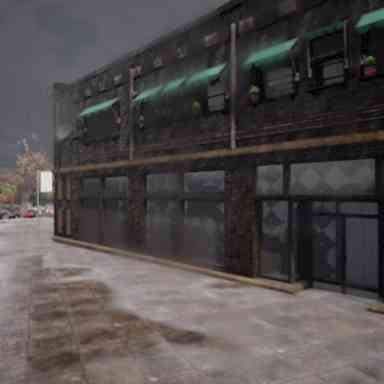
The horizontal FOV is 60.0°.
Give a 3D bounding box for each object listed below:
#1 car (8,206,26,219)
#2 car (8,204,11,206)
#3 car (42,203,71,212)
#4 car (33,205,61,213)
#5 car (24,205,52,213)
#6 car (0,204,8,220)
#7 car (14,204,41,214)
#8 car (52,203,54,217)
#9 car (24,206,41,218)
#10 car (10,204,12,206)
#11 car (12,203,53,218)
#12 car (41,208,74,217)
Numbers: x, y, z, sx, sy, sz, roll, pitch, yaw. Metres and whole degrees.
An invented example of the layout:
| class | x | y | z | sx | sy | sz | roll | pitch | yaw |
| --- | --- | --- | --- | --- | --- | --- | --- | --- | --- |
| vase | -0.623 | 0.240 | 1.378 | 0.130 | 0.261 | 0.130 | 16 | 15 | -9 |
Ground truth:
| class | x | y | z | sx | sy | sz | roll | pitch | yaw |
| --- | --- | --- | --- | --- | --- | --- | --- | --- | --- |
| car | -24.831 | 2.885 | 43.424 | 4.792 | 1.488 | 2.163 | 0 | -2 | 15 |
| car | -34.579 | 3.272 | 57.468 | 5.008 | 1.535 | 2.097 | 0 | -2 | 15 |
| car | -30.090 | 3.407 | 73.709 | 5.566 | 2.045 | 2.435 | 0 | -1 | 15 |
| car | -31.033 | 3.603 | 71.076 | 5.366 | 1.575 | 1.946 | 0 | -1 | 15 |
| car | -31.619 | 3.551 | 68.221 | 5.008 | 1.535 | 2.097 | 0 | -1 | 15 |
| car | -25.564 | 2.606 | 40.744 | 4.553 | 1.767 | 2.185 | 0 | -3 | 15 |
| car | -32.390 | 3.368 | 65.548 | 4.553 | 1.767 | 2.185 | 0 | -1 | 15 |
| car | -22.680 | 3.051 | 51.497 | 4.553 | 1.767 | 2.185 | 0 | -2 | 15 |
| car | -24.151 | 3.001 | 46.125 | 4.792 | 1.488 | 2.163 | 0 | -2 | 15 |
| car | -33.862 | 3.103 | 60.170 | 5.566 | 2.045 | 2.435 | 0 | -2 | 15 |
| car | -23.415 | 2.954 | 48.818 | 4.553 | 1.767 | 2.185 | 0 | -2 | 15 |
| car | -21.917 | 3.306 | 54.171 | 4.674 | 1.452 | 2.002 | 0 | -2 | 15 |
